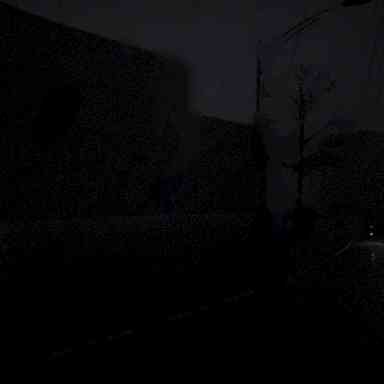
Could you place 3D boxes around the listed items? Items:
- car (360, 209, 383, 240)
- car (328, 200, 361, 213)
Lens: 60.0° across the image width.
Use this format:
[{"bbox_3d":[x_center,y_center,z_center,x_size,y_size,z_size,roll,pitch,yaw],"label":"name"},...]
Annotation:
[{"bbox_3d":[9.879,1.658,16.994,1.994,1.385,4.181,1,0,26],"label":"car"},{"bbox_3d":[17.783,1.636,39.064,1.882,1.535,5.008,1,0,-4],"label":"car"}]
